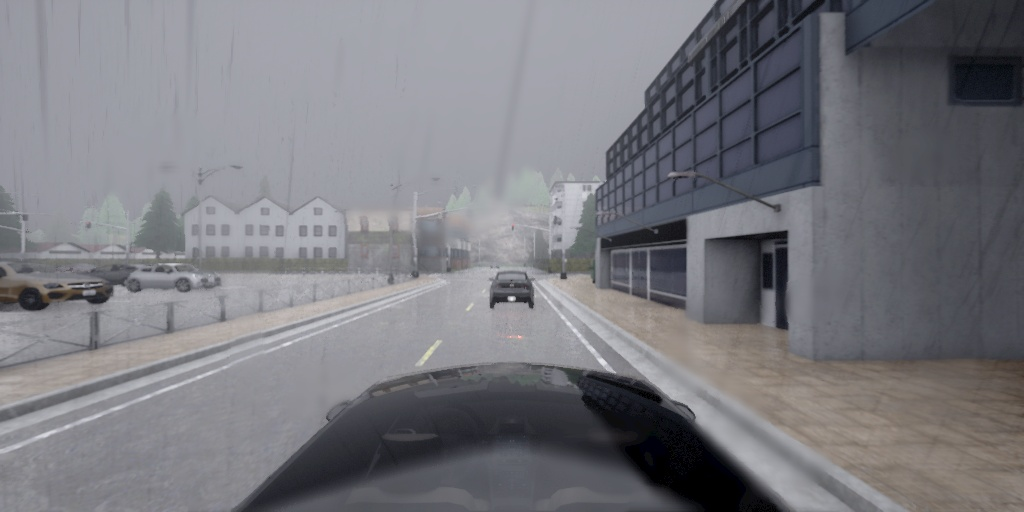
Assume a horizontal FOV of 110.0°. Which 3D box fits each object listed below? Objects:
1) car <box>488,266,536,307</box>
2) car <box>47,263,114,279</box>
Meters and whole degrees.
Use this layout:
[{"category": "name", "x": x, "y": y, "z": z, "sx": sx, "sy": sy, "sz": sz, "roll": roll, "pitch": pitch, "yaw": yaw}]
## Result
[{"category": "car", "x": -0.002, "y": 1.391, "z": 16.161, "sx": 1.837, "sy": 1.490, "sz": 4.892, "roll": 0, "pitch": 0, "yaw": 0}, {"category": "car", "x": -46.128, "y": 1.478, "z": 38.411, "sx": 4.181, "sy": 1.385, "sz": 1.994, "roll": 0, "pitch": -1, "yaw": 0}]
